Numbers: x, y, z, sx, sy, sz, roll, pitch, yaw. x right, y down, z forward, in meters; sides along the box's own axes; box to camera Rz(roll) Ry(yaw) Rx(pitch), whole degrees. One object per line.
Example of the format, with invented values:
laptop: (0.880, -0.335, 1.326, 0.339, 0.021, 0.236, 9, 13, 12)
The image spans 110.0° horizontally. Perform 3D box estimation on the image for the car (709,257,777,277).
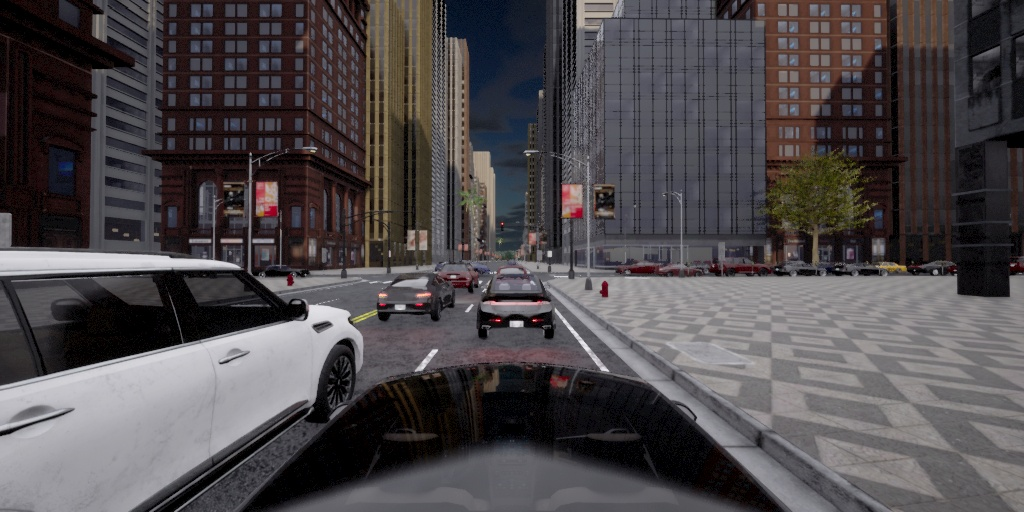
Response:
car: (20.941, 1.040, 33.056, 5.009, 1.841, 2.192, 0, 0, -1)

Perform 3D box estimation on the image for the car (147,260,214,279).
car: (-32.231, 1.320, 34.986, 4.553, 1.767, 2.097, 0, -1, 0)

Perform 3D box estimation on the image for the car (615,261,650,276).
car: (13.725, 1.295, 38.718, 5.008, 1.535, 1.882, 0, -1, -1)

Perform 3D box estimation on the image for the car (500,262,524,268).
car: (-0.008, 1.259, 19.603, 1.882, 1.535, 5.008, 0, 0, 0)

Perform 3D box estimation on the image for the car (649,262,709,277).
car: (15.303, 1.326, 32.966, 4.207, 1.307, 1.802, 0, 0, -1)

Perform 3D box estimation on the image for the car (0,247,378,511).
car: (-3.155, 0.972, 2.635, 2.150, 2.045, 5.566, 0, 0, 0)

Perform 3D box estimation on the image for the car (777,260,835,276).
car: (26.578, 1.274, 33.145, 4.313, 1.339, 1.948, 0, 0, -1)

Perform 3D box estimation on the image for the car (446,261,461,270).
car: (-9.851, 1.554, 60.873, 1.812, 1.442, 4.674, 0, 0, 0)

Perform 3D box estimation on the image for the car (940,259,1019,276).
car: (43.491, 1.213, 33.415, 4.507, 1.381, 1.888, 0, 0, -1)

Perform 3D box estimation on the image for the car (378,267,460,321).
car: (-3.155, 1.287, 12.414, 1.812, 1.442, 4.674, 0, 0, 0)

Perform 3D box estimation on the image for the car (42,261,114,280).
car: (-42.285, 1.366, 35.004, 4.553, 1.767, 2.097, 0, -1, 1)

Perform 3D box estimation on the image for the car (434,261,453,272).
car: (-9.858, 1.492, 51.951, 1.812, 1.442, 4.674, 0, 0, 0)

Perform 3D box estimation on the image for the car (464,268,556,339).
car: (0.095, 1.248, 10.103, 2.128, 1.511, 4.902, 0, 0, 0)

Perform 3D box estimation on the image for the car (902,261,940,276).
car: (42.840, 1.205, 36.031, 4.892, 1.490, 1.837, 0, -1, -1)

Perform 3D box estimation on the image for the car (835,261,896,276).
car: (32.215, 1.259, 33.235, 4.313, 1.339, 1.948, 0, 0, -1)

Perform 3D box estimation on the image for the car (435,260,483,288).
car: (-3.157, 1.140, 21.394, 2.097, 1.767, 4.553, 0, 0, 0)

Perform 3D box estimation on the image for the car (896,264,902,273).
car: (43.192, 1.294, 41.936, 4.829, 1.417, 1.751, 0, 0, -1)

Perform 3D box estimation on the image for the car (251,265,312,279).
car: (-22.413, 1.524, 34.979, 4.718, 1.301, 1.895, 0, -1, -3)

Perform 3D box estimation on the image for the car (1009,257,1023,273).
car: (49.130, 0.972, 33.505, 5.009, 1.841, 2.192, 0, 0, -1)

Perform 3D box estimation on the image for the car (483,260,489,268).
car: (-4.698, 1.398, 38.348, 4.674, 1.442, 1.812, 0, -1, -1)
